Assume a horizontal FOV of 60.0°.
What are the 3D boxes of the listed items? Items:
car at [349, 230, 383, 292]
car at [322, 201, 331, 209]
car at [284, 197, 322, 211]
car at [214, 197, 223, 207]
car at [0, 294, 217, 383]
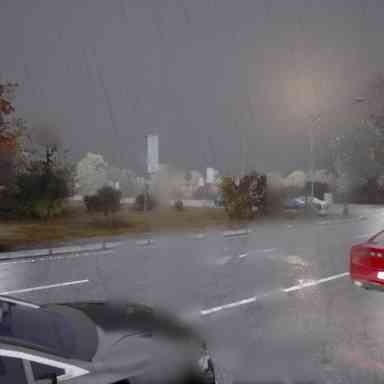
[{"bbox_3d":[5.709,1.443,7.814,5.008,1.535,1.882,0,0,-36],"label":"car"},{"bbox_3d":[13.898,1.273,39.162,1.812,1.442,4.674,-1,0,-39],"label":"car"},{"bbox_3d":[11.113,1.327,37.009,2.033,1.411,5.357,-1,0,-39],"label":"car"},{"bbox_3d":[5.056,1.289,44.561,1.837,1.490,4.892,-1,0,-39],"label":"car"},{"bbox_3d":[-2.007,1.492,2.299,4.902,1.511,2.128,0,0,-35],"label":"car"}]
